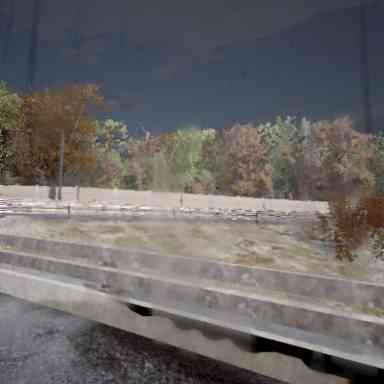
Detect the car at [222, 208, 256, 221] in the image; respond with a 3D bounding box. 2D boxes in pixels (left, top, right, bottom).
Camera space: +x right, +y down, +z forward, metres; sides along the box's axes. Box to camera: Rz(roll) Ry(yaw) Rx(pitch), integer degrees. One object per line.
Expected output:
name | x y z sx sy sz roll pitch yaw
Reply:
car | 6.048 2.857 42.502 4.902 1.511 2.128 4 -1 -24
